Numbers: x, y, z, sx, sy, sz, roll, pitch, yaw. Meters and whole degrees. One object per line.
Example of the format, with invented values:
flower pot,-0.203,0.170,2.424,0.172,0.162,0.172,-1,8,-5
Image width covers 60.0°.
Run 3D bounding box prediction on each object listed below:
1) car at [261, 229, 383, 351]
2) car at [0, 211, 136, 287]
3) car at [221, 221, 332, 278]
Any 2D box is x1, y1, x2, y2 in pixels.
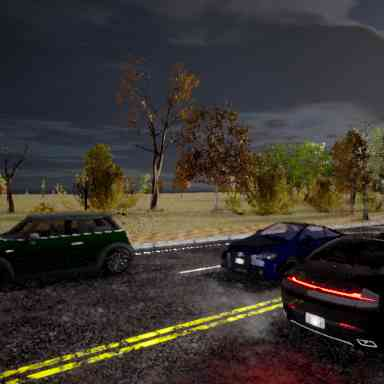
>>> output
car,3.678,1.504,5.907,4.892,1.490,1.837,0,0,-34
car,-3.887,1.351,8.830,4.553,1.767,2.097,0,0,-35
car,2.859,1.562,9.517,4.181,1.385,1.994,0,0,-34
